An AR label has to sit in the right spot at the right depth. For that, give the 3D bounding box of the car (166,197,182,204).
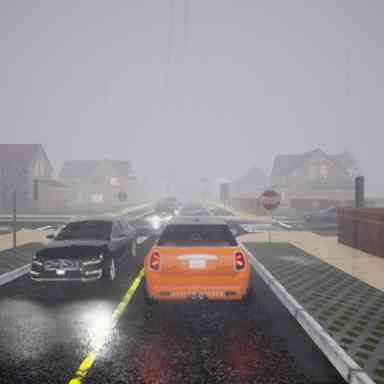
[{"bbox_3d":[-2.846,1.443,45.017,2.097,1.767,4.553,0,0,0],"label":"car"}]

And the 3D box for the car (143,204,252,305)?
[{"bbox_3d":[0.101,1.352,8.257,2.097,1.767,4.553,0,0,0],"label":"car"}]

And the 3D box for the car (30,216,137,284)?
[{"bbox_3d":[-2.847,1.505,9.705,1.837,1.490,4.892,-1,0,1],"label":"car"}]

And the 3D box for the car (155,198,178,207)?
[{"bbox_3d":[-2.852,1.651,35.102,1.895,1.301,4.718,0,0,0],"label":"car"}]

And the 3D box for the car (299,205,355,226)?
[{"bbox_3d":[10.374,1.622,23.161,5.357,1.411,2.033,0,0,2],"label":"car"}]

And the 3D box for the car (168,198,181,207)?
[{"bbox_3d":[-2.842,1.668,55.245,1.812,1.442,4.674,0,0,0],"label":"car"}]
